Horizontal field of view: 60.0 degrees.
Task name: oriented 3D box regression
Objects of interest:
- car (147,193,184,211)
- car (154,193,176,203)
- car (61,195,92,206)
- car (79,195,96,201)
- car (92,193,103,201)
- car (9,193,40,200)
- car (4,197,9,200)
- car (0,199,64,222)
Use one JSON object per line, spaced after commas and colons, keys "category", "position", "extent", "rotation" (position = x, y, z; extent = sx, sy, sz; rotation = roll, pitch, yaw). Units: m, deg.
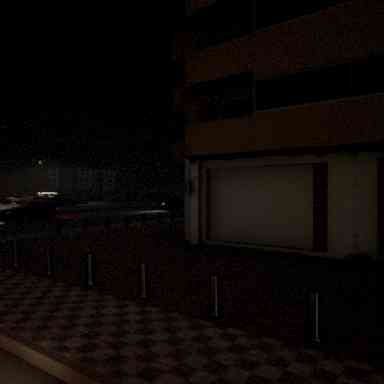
{"category": "car", "position": [-3.032, 1.407, 42.436], "extent": [2.097, 1.767, 4.553], "rotation": [0, 0, 35]}
{"category": "car", "position": [-5.587, 1.208, 69.185], "extent": [1.932, 1.855, 4.605], "rotation": [0, 0, 35]}
{"category": "car", "position": [-20.214, 1.450, 58.202], "extent": [1.970, 1.475, 3.806], "rotation": [0, 0, 35]}
{"category": "car", "position": [-26.319, 1.450, 83.883], "extent": [1.970, 1.475, 3.806], "rotation": [0, 0, 35]}
{"category": "car", "position": [-23.961, 1.211, 82.202], "extent": [1.905, 1.878, 3.866], "rotation": [0, 0, 35]}
{"category": "car", "position": [-34.062, 1.208, 67.886], "extent": [1.932, 1.855, 4.605], "rotation": [0, 0, 35]}
{"category": "car", "position": [-36.389, 1.418, 69.611], "extent": [1.784, 1.438, 3.905], "rotation": [0, 0, 35]}
{"category": "car", "position": [-13.437, 1.581, 27.600], "extent": [1.812, 1.442, 4.674], "rotation": [0, 0, 35]}
